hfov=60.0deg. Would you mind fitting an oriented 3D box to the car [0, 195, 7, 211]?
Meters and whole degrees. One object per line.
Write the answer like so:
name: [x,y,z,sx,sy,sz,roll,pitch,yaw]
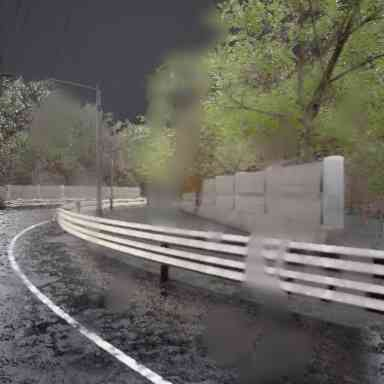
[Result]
car: [-22.864,1.367,35.411,2.150,2.045,5.566,0,0,42]
